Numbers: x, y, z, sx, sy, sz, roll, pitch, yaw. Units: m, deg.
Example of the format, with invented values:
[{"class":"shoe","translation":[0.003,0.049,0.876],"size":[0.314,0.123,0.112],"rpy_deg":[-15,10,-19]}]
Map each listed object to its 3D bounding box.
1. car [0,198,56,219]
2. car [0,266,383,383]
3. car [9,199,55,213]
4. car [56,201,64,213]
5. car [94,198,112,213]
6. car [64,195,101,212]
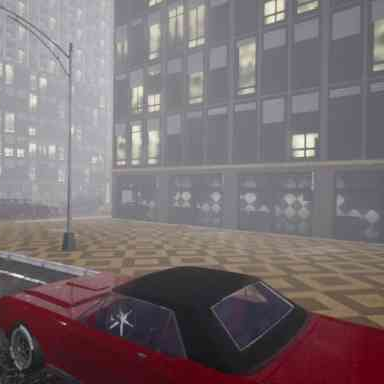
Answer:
[{"class":"car","translation":[-15.737,1.511,30.755],"size":[2.192,1.841,5.009],"rpy_deg":[1,0,37]},{"class":"car","translation":[-0.333,1.599,3.928],"size":[4.718,1.301,1.895],"rpy_deg":[0,0,36]},{"class":"car","translation":[-19.211,1.632,40.138],"size":[1.752,1.417,4.829],"rpy_deg":[1,0,37]},{"class":"car","translation":[-16.249,1.777,34.403],"size":[1.895,1.301,4.718],"rpy_deg":[1,0,37]},{"class":"car","translation":[-8.917,1.821,39.949],"size":[1.752,1.417,4.829],"rpy_deg":[1,0,37]},{"class":"car","translation":[-14.053,1.416,42.717],"size":[2.150,2.045,5.566],"rpy_deg":[1,0,37]}]
